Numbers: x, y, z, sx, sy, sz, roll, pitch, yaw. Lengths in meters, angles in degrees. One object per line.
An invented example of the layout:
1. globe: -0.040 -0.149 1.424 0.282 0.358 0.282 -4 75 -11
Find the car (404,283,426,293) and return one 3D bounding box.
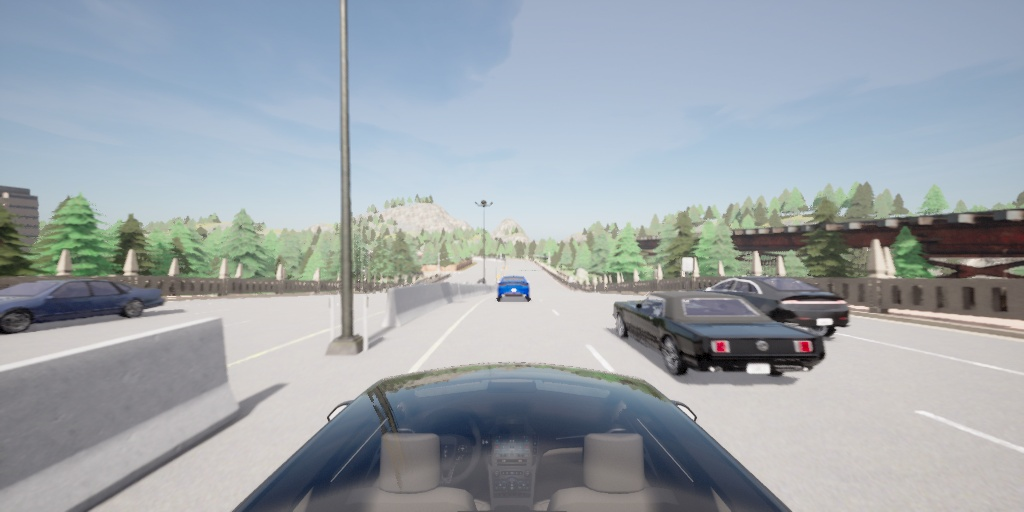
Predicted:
1. car: -14.063 4.685 52.245 1.895 1.301 4.718 0 -5 0

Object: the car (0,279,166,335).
1. car: -14.099 1.437 11.223 2.033 1.411 5.357 0 -2 0

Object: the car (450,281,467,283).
1. car: -7.078 3.771 42.458 2.033 1.411 5.357 0 -5 0

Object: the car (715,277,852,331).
1. car: 7.101 1.351 10.570 2.128 1.511 4.902 0 -2 0

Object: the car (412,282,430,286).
1. car: -10.581 3.741 42.363 1.812 1.442 4.674 0 -5 0

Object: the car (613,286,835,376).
1. car: 3.600 1.386 7.453 1.895 1.301 4.718 0 -1 0

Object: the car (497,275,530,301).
1. car: 0.100 1.972 22.613 1.882 1.535 5.008 0 -4 0
